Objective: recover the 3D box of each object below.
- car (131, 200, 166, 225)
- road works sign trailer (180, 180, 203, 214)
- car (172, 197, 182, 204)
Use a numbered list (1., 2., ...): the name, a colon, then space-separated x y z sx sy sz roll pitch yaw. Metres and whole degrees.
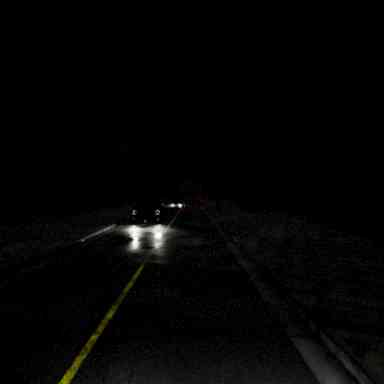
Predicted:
1. car: -3.107 1.369 24.408 2.097 1.767 4.553 0 0 0
2. road works sign trailer: -0.012 0.498 34.669 2.380 3.560 2.880 0 0 0
3. car: -3.029 1.708 66.150 1.895 1.301 4.718 0 0 0
